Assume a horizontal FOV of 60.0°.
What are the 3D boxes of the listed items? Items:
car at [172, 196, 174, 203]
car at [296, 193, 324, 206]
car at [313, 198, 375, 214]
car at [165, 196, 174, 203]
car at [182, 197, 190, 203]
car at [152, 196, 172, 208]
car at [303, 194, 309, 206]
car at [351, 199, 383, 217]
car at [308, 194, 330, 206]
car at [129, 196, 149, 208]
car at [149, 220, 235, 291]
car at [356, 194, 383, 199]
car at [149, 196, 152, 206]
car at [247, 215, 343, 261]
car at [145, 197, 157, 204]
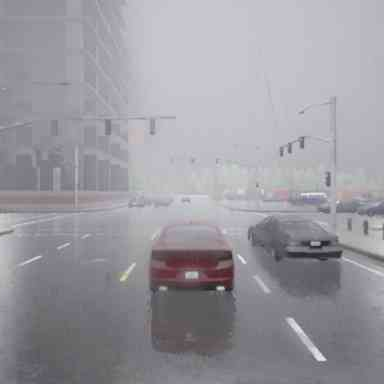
[{"bbox_3d":[-4.720,1.642,61.106,2.033,1.411,5.357,0,0,0],"label":"car"},{"bbox_3d":[24.047,1.312,66.805,4.605,1.855,1.932,0,0,-1],"label":"car"},{"bbox_3d":[16.294,1.658,35.705,5.357,1.411,2.033,0,0,-1],"label":"car"},{"bbox_3d":[-4.804,1.610,71.227,1.837,1.490,4.892,0,0,-1],"label":"car"},{"bbox_3d":[-1.313,1.710,73.336,1.895,1.301,4.718,0,0,-1],"label":"car"},{"bbox_3d":[-4.592,1.557,51.149,1.882,1.535,5.008,0,0,-1],"label":"car"},{"bbox_3d":[24.118,1.518,64.122,3.905,1.438,1.784,0,0,-1],"label":"car"},{"bbox_3d":[18.398,1.631,32.209,4.674,1.442,1.812,0,0,-1],"label":"car"},{"bbox_3d":[24.140,1.545,61.227,3.806,1.475,1.970,0,0,-1],"label":"car"},{"bbox_3d":[-8.062,1.567,48.843,2.128,1.511,4.902,0,0,-1],"label":"car"},{"bbox_3d":[-0.013,1.492,9.070,1.882,1.535,5.008,0,0,0],"label":"car"},{"bbox_3d":[39.064,1.320,72.474,4.605,1.855,1.932,0,0,-1],"label":"car"},{"bbox_3d":[-8.187,1.442,58.055,2.097,1.767,4.553,0,0,-1],"label":"car"},{"bbox_3d":[3.471,1.567,12.305,2.033,1.411,5.357,0,0,-4],"label":"car"},{"bbox_3d":[-8.270,1.669,68.017,1.994,1.385,4.181,0,0,-1],"label":"car"}]
